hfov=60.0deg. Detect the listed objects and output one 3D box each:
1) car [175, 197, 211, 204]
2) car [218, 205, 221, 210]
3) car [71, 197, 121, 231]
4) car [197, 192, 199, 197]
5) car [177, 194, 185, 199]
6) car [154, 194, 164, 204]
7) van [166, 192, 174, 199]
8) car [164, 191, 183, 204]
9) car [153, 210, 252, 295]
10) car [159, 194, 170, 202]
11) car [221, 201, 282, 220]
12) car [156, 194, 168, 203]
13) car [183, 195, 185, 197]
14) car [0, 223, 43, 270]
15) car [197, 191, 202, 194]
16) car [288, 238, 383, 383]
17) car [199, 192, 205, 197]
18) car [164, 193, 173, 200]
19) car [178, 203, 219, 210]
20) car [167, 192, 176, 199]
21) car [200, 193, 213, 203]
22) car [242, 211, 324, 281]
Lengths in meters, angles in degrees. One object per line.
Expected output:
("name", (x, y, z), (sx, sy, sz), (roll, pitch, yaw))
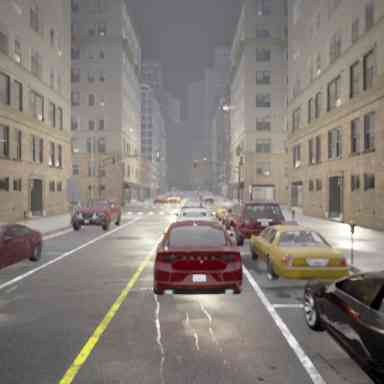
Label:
("car", (0.101, 1.439, 25.642), (2.128, 1.511, 4.902), (0, 0, 0))
("car", (2.789, 1.546, 20.591), (1.802, 1.307, 4.206), (0, 0, 0))
("car", (-5.736, 1.279, 20.608), (2.192, 1.841, 5.009), (0, 0, 0))
("car", (2.855, 1.204, 79.945), (1.802, 1.307, 4.206), (1, 0, 0))
("car", (-2.908, 1.110, 86.252), (1.994, 1.385, 4.181), (0, 0, 0))
("car", (-5.694, 1.328, 58.266), (1.887, 1.381, 4.507), (0, 0, 0))
("van", (-5.661, 0.918, 85.381), (1.690, 1.788, 3.998), (1, 0, 0))
("car", (-3.023, 1.149, 56.147), (2.097, 1.767, 4.553), (0, 0, 0))
("car", (0.086, 1.468, 8.729), (1.882, 1.535, 5.008), (0, 0, -1))
("car", (-5.682, 1.252, 69.113), (1.887, 1.381, 4.507), (1, 0, 0))
("car", (2.783, 1.294, 15.040), (2.192, 1.841, 5.009), (0, 0, 0))
("car", (-5.687, 1.187, 63.690), (1.967, 1.590, 4.097), (1, 0, 0))
("car", (-2.924, 1.192, 71.286), (1.837, 1.490, 4.892), (0, 0, 0))
("car", (-5.750, 1.571, 9.502), (1.802, 1.307, 4.206), (0, 0, 0))
("car", (2.869, 0.972, 90.789), (1.967, 1.590, 4.097), (1, 1, 0))
("car", (2.769, 1.564, 3.935), (1.947, 1.339, 4.313), (0, 0, 0))
("car", (2.844, 1.232, 69.265), (1.752, 1.417, 4.829), (1, 0, 0))
("car", (-5.668, 1.062, 79.959), (1.967, 1.590, 4.097), (1, 0, 0))
("car", (0.116, 1.501, 16.500), (1.812, 1.442, 4.674), (0, 0, 0))
("car", (-5.655, 0.846, 90.803), (2.192, 1.841, 5.009), (1, 0, 0))
("car", (2.831, 1.334, 58.249), (2.008, 1.369, 4.403), (0, 0, 0))
("car", (2.777, 1.514, 9.656), (1.752, 1.417, 4.829), (0, 0, 0))
